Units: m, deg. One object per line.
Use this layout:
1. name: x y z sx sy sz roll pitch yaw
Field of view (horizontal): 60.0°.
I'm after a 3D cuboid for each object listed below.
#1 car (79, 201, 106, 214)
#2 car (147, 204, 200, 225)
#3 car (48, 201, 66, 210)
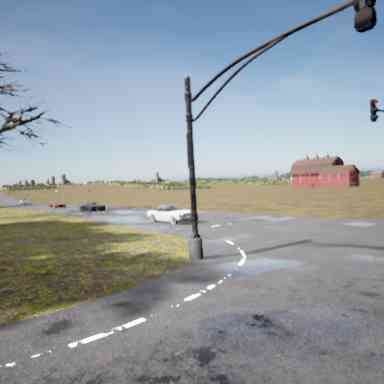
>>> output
1. car: -11.724 1.778 39.136 1.895 1.301 4.718 -4 2 -35
2. car: -1.419 1.584 24.354 1.895 1.301 4.718 -4 2 -35
3. car: -21.780 2.139 53.740 1.895 1.301 4.718 -4 1 -35
